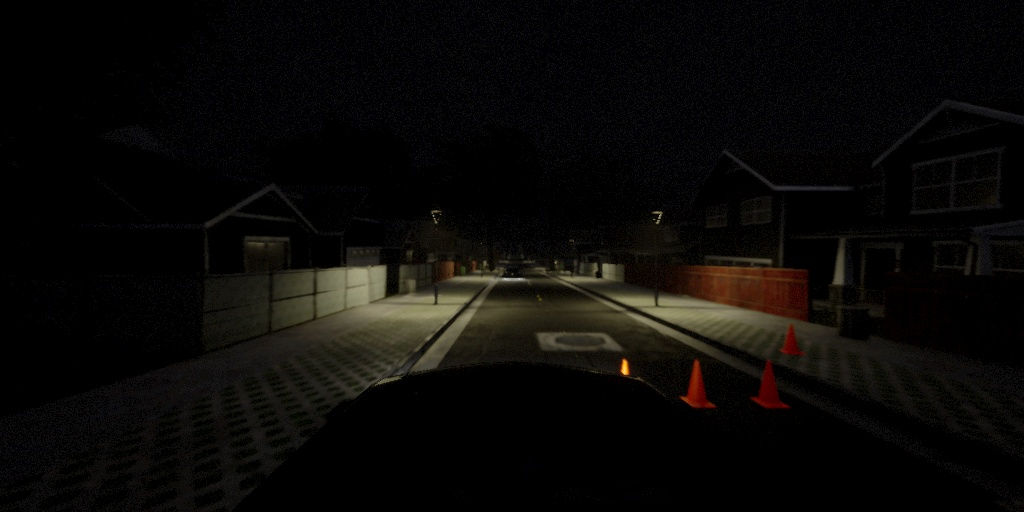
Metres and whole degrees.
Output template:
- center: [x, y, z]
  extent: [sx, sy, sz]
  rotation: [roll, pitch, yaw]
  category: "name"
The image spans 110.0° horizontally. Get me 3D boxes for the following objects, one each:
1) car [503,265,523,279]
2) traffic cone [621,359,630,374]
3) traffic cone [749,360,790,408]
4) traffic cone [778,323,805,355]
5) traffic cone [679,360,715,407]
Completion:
- center: [0.071, 1.660, 38.205]
  extent: [1.994, 1.385, 4.181]
  rotation: [0, -1, 0]
  category: "car"
- center: [1.576, 1.741, 4.997]
  extent: [0.340, 0.580, 0.340]
  rotation: [0, 0, 0]
  category: "traffic cone"
- center: [3.575, 1.751, 4.992]
  extent: [0.340, 0.580, 0.340]
  rotation: [0, 0, 0]
  category: "traffic cone"
- center: [5.573, 1.628, 7.155]
  extent: [0.340, 0.580, 0.340]
  rotation: [0, 0, 17]
  category: "traffic cone"
- center: [2.575, 1.746, 4.995]
  extent: [0.340, 0.580, 0.340]
  rotation: [0, 0, 0]
  category: "traffic cone"
